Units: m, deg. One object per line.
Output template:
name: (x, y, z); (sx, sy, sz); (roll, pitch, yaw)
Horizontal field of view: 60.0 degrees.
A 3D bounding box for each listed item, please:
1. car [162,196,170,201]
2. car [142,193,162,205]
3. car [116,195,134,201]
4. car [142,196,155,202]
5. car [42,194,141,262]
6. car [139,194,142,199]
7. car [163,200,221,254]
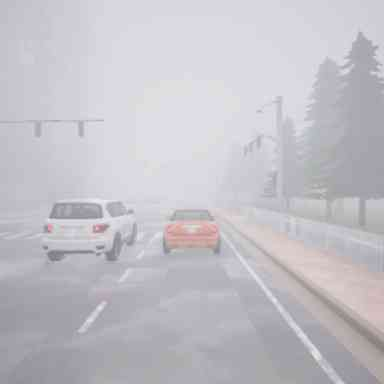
car: (-7.810, 1.626, 87.490); (2.033, 1.411, 5.357); (0, 0, -39)
car: (-7.522, 1.284, 62.896); (2.150, 2.045, 5.566); (0, 0, 0)
car: (-18.765, 1.571, 92.793); (5.008, 1.535, 1.882); (0, 0, 32)
car: (-10.375, 1.604, 78.434); (1.812, 1.442, 4.674); (0, 0, -24)
car: (-3.504, 1.237, 12.352); (2.150, 2.045, 5.566); (0, 0, 0)
car: (-10.993, 1.628, 61.081); (1.994, 1.385, 4.181); (0, 0, 0)
car: (-0.012, 1.365, 13.738); (2.097, 1.767, 4.553); (0, 0, 0)
